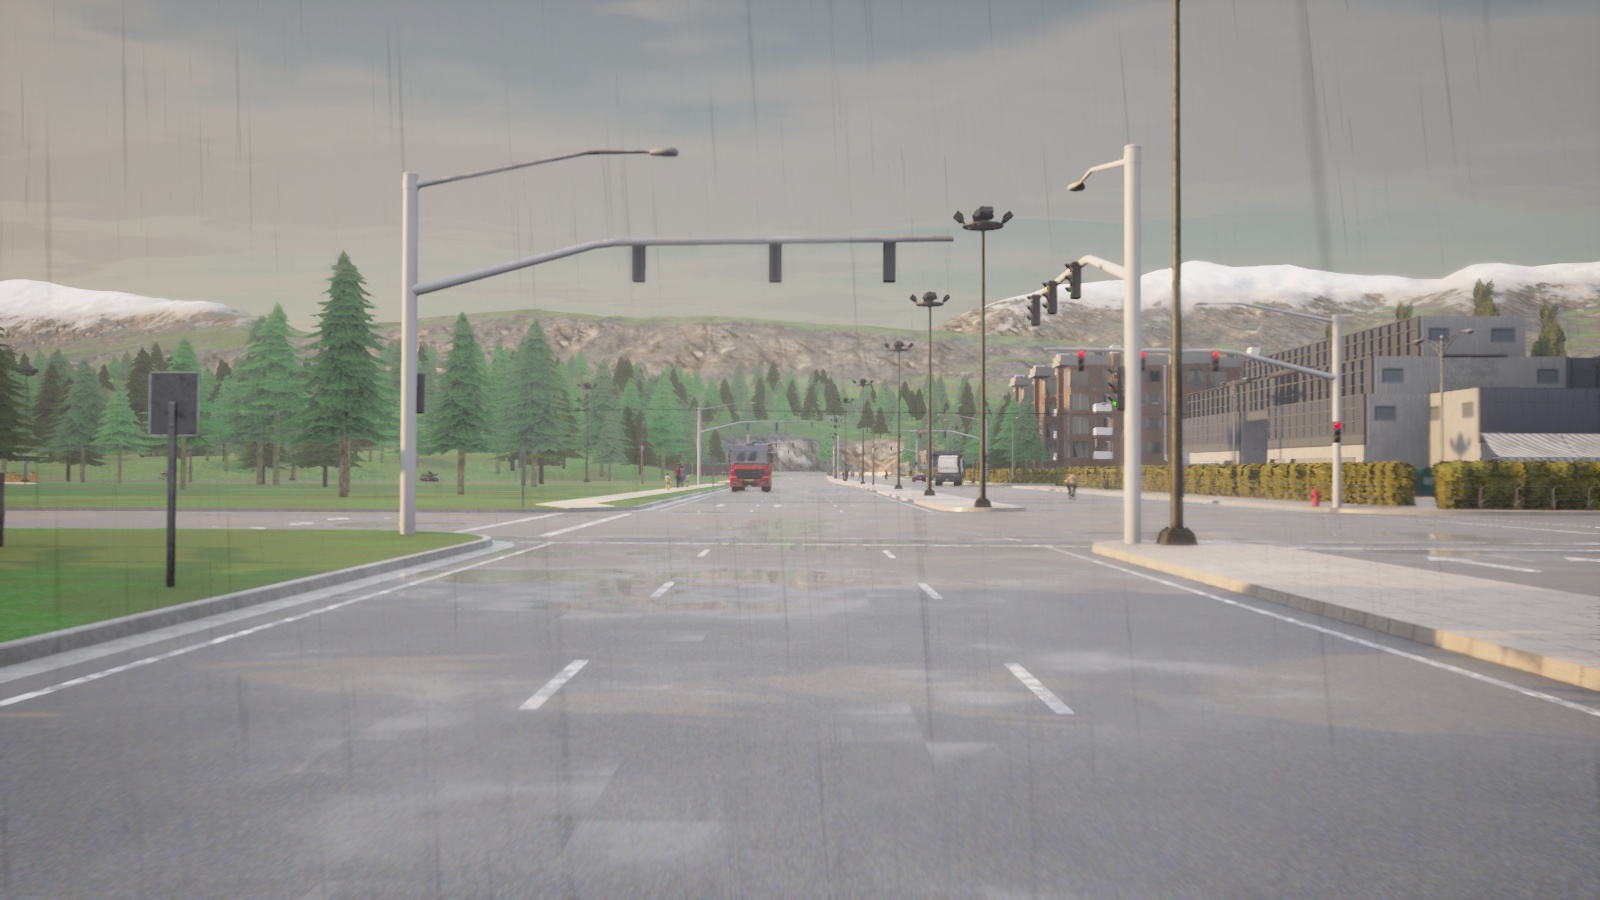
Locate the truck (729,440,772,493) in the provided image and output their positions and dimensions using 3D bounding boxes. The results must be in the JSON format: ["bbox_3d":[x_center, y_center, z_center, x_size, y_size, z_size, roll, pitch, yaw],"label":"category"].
[{"bbox_3d":[-3.626,1.247,94.519,2.891,3.827,8.468,0,-1,0],"label":"truck"}]
